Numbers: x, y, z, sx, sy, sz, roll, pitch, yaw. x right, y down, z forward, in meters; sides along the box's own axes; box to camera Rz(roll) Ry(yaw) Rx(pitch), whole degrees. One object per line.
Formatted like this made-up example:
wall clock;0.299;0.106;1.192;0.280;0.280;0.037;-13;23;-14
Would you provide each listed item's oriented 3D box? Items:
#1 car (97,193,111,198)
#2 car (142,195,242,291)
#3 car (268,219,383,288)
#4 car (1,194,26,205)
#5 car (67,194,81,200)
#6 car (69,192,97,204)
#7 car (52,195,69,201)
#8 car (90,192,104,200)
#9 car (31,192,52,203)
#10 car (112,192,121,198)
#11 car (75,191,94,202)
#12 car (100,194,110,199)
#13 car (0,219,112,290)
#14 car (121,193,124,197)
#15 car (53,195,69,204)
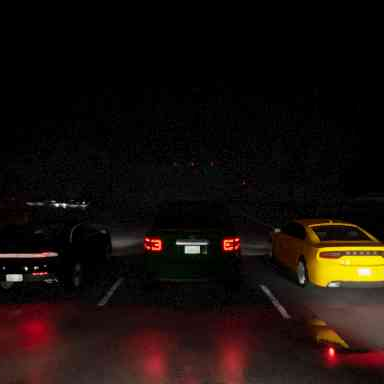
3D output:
car;-18.590;1.246;67.466;2.033;1.411;5.357;0;0;-1
car;-0.014;1.212;9.157;2.150;2.045;5.566;0;0;0
car;3.475;1.468;9.211;1.882;1.535;5.008;0;0;0
car;-28.931;1.132;54.040;2.097;1.767;4.553;0;0;-1
car;-29.402;1.144;82.977;1.812;1.442;4.674;0;0;-1
car;-18.484;0.986;56.871;2.150;2.045;5.566;0;0;-1
car;-29.206;1.264;74.079;1.895;1.301;4.718;0;0;-1
car;-22.276;1.003;78.067;2.097;1.767;4.553;0;0;-1
car;-29.038;0.948;64.369;2.150;2.045;5.566;0;0;-1
car;-18.766;1.191;77.516;2.033;1.411;5.357;0;0;-1
car;-22.107;0.926;68.394;2.150;2.045;5.566;0;0;-1
car;-22.634;1.153;86.660;1.994;1.385;4.181;0;0;-4
car;-3.522;1.482;9.012;2.128;1.511;4.902;0;0;0
car;-19.264;1.144;88.271;1.994;1.385;4.181;0;0;-4
car;-21.988;1.324;57.685;1.994;1.385;4.181;0;0;-1
